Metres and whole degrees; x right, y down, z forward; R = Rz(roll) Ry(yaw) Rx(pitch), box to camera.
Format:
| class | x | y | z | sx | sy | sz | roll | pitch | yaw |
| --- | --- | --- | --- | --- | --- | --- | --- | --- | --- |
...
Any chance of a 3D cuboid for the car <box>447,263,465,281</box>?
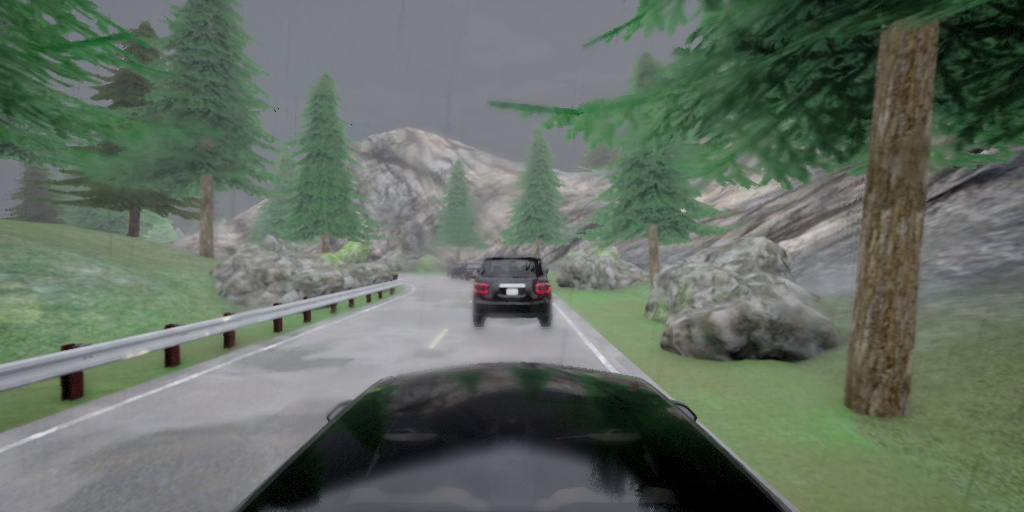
| class | x | y | z | sx | sy | sz | roll | pitch | yaw |
| --- | --- | --- | --- | --- | --- | --- | --- | --- | --- |
| car | -3.436 | 1.231 | 28.467 | 2.033 | 1.411 | 5.357 | 0 | 0 | -30 |

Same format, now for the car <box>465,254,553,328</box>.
| class | x | y | z | sx | sy | sz | roll | pitch | yaw |
| --- | --- | --- | --- | --- | --- | --- | --- | --- | --- |
| car | 0.028 | 0.949 | 11.469 | 2.150 | 2.045 | 5.566 | 0 | 0 | 0 |
